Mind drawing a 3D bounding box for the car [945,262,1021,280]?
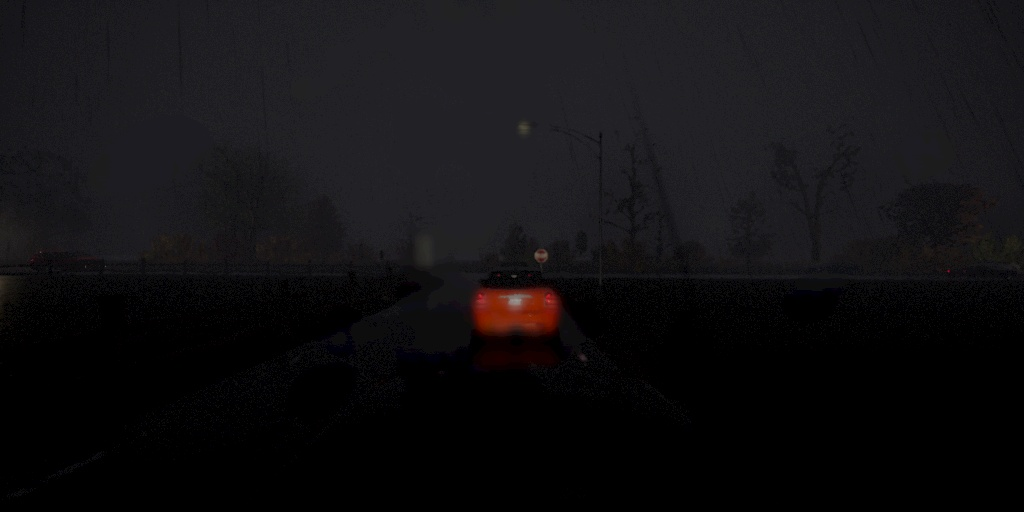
[{"bbox_3d":[44.493,1.534,34.002,4.718,1.301,1.895,0,1,1],"label":"car"}]

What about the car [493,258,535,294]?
[{"bbox_3d":[0.118,1.014,20.351,2.097,1.767,4.553,0,0,0],"label":"car"}]

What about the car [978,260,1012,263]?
[{"bbox_3d":[49.113,1.108,36.783,4.674,1.442,1.812,0,1,0],"label":"car"}]

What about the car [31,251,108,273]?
[{"bbox_3d":[-42.147,0.523,34.211,5.566,2.045,2.150,0,1,0],"label":"car"}]

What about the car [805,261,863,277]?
[{"bbox_3d":[33.105,1.298,36.919,5.008,1.535,1.882,0,1,0],"label":"car"}]

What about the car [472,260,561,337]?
[{"bbox_3d":[0.100,1.062,10.249,2.097,1.767,4.553,0,0,0],"label":"car"}]
